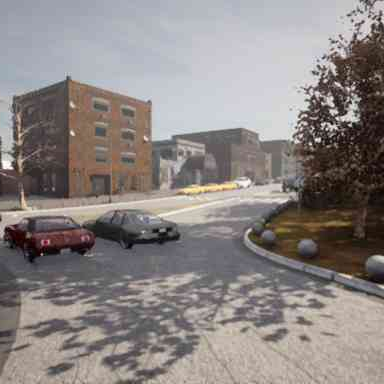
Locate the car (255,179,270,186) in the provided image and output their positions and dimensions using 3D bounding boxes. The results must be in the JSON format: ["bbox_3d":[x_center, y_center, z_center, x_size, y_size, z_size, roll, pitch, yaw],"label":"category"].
[{"bbox_3d":[15.257,-2.101,71.738,2.163,1.488,4.792,0,4,34],"label":"car"}]

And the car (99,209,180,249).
[{"bbox_3d":[-2.754,1.430,13.974,2.033,1.411,5.357,0,1,-42],"label":"car"}]

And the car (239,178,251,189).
[{"bbox_3d":[9.129,-1.654,62.554,2.435,2.045,5.566,0,4,34],"label":"car"}]

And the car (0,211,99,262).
[{"bbox_3d":[-5.270,1.498,11.876,1.895,1.301,4.718,0,1,-39],"label":"car"}]

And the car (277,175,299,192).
[{"bbox_3d":[15.501,-1.132,50.889,2.150,2.045,5.566,0,4,35],"label":"car"}]

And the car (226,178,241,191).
[{"bbox_3d":[5.915,-1.023,57.750,1.946,1.575,5.366,0,4,34],"label":"car"}]

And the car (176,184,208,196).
[{"bbox_3d":[-0.218,-0.293,48.590,1.946,1.575,5.366,0,4,34],"label":"car"}]

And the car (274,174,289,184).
[{"bbox_3d":[21.406,-2.860,80.934,2.231,1.521,4.892,0,4,34],"label":"car"}]

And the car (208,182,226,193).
[{"bbox_3d":[2.852,-0.659,53.166,1.946,1.575,5.366,0,4,34],"label":"car"}]
